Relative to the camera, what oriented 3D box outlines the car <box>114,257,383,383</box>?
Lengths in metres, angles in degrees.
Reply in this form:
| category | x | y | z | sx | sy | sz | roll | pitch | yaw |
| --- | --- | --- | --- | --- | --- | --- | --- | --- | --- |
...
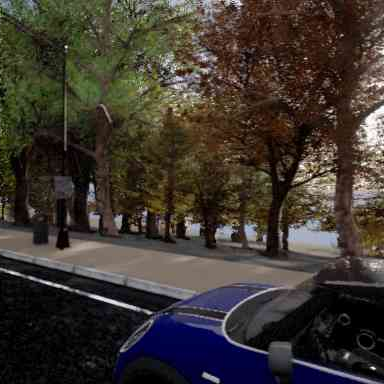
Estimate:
| category | x | y | z | sx | sy | sz | roll | pitch | yaw |
| --- | --- | --- | --- | --- | --- | --- | --- | --- | --- |
| car | 1.480 | 1.350 | 2.630 | 4.553 | 1.767 | 2.097 | 0 | 0 | 36 |
